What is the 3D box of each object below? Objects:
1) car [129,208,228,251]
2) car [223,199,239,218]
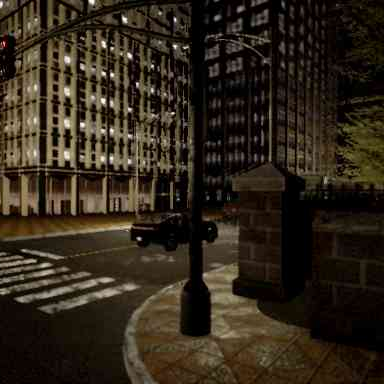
[{"bbox_3d":[-0.653,1.671,15.186,2.128,1.511,4.902,0,0,37],"label":"car"},{"bbox_3d":[4.716,1.550,31.126,2.192,1.841,5.009,0,0,37],"label":"car"}]
